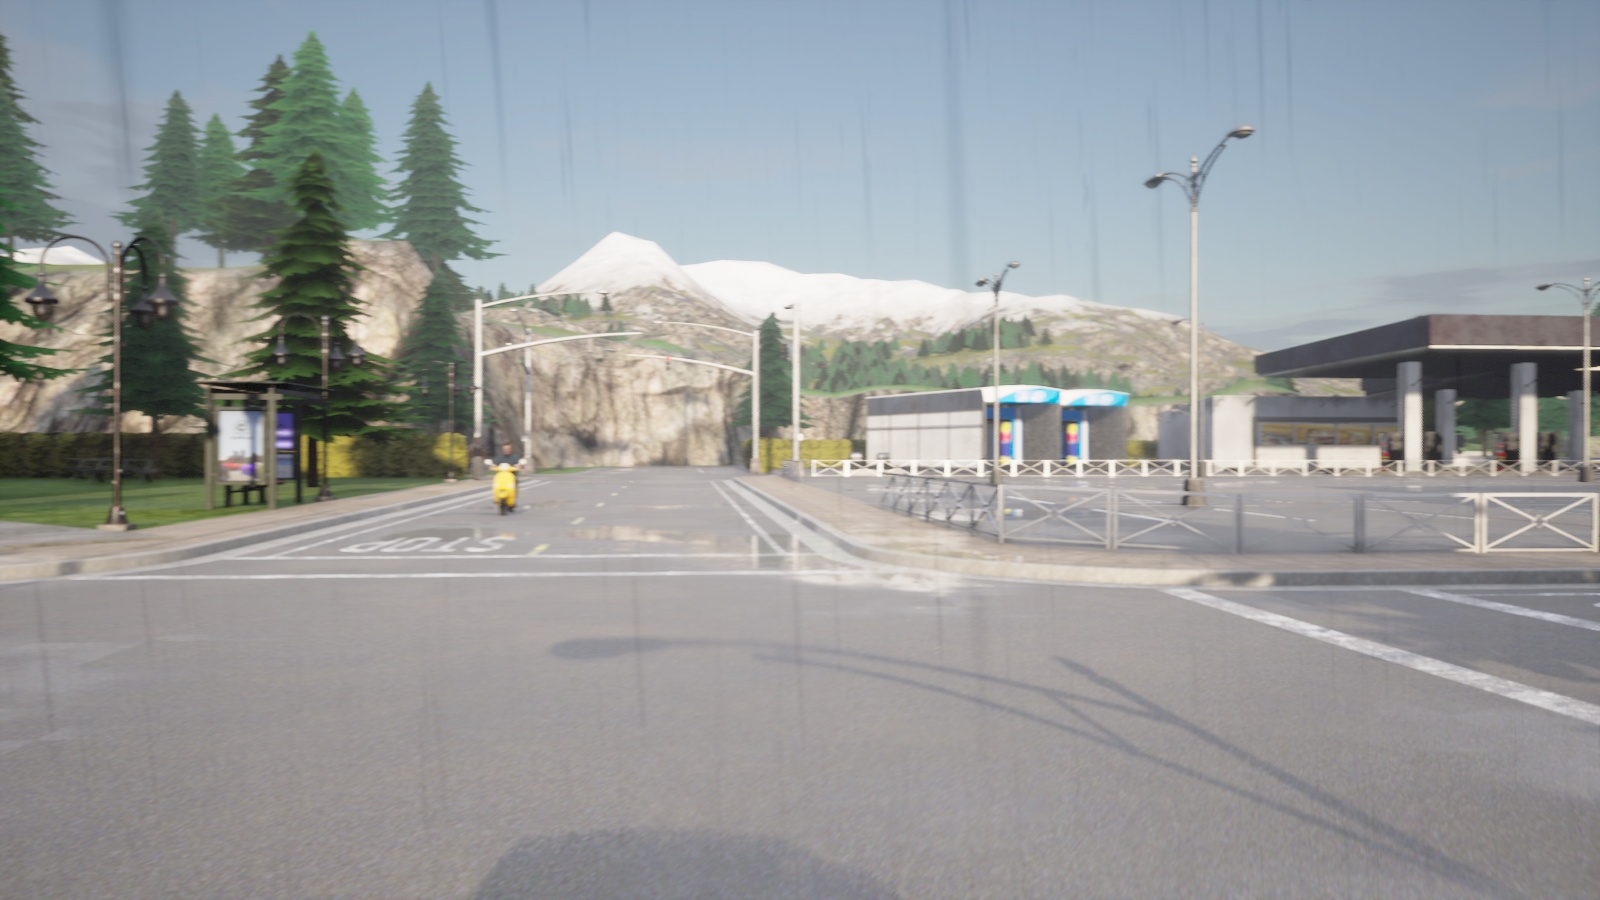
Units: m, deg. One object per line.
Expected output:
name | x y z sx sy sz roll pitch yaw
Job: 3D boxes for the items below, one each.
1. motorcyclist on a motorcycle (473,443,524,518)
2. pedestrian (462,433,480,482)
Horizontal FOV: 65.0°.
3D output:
motorcyclist on a motorcycle | -6.630 0.643 27.682 0.866 1.590 1.817 0 0 -6
pedestrian | -12.956 0.292 49.437 0.563 1.883 0.849 0 0 -22
